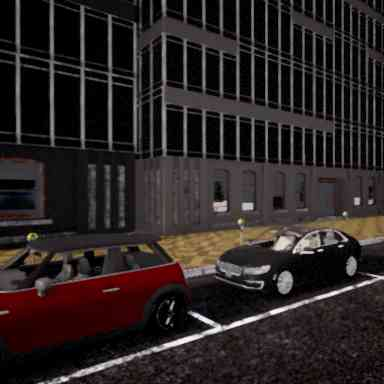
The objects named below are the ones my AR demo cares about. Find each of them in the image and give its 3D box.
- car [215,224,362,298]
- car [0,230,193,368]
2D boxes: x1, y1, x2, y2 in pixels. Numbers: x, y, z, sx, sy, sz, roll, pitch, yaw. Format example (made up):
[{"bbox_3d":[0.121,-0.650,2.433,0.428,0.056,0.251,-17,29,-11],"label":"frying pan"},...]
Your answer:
[{"bbox_3d":[2.567,1.534,8.392,4.403,1.369,2.008,0,0,-36],"label":"car"},{"bbox_3d":[-2.067,1.438,5.086,4.097,1.590,1.967,0,0,-36],"label":"car"}]
